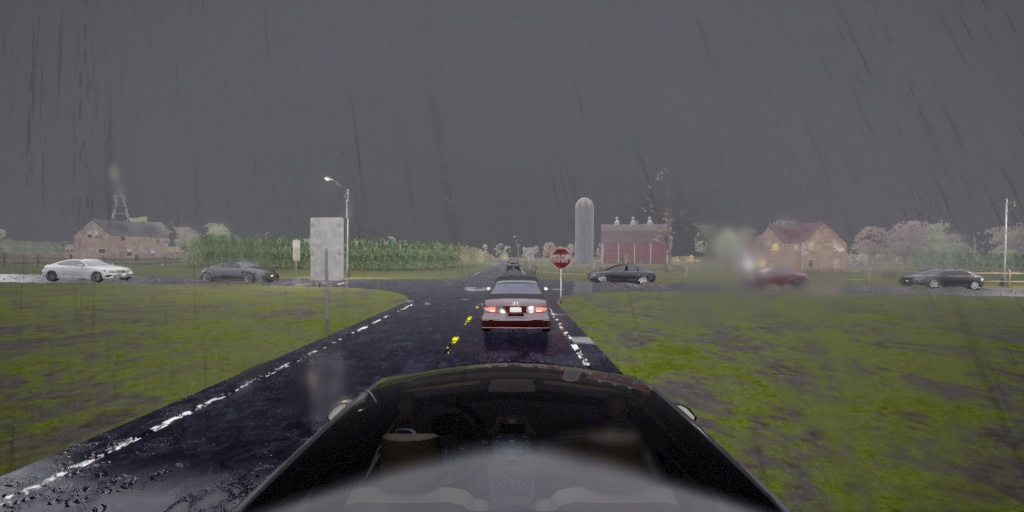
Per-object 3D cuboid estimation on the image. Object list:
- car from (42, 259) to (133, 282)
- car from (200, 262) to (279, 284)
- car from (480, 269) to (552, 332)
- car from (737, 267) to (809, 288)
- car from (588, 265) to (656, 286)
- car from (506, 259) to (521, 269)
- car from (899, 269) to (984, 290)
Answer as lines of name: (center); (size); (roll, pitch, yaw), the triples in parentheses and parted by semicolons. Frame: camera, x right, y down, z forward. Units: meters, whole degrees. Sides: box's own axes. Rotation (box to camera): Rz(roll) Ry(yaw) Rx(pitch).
car: (-27.837, 0.909, 23.557); (4.674, 1.442, 1.812); (1, 1, 0)
car: (-17.792, 1.096, 23.569); (4.181, 1.385, 1.994); (1, 1, 0)
car: (0.147, 1.298, 10.851); (2.033, 1.411, 5.357); (0, 0, 1)
car: (19.316, 1.557, 26.590); (4.674, 1.442, 1.812); (0, 1, 0)
car: (8.213, 1.377, 26.962); (4.892, 1.490, 1.837); (1, 1, 5)
car: (0.193, 1.291, 52.060); (1.837, 1.490, 4.892); (0, 0, 0)
car: (31.808, 1.707, 26.600); (4.892, 1.490, 1.837); (1, 1, 0)
